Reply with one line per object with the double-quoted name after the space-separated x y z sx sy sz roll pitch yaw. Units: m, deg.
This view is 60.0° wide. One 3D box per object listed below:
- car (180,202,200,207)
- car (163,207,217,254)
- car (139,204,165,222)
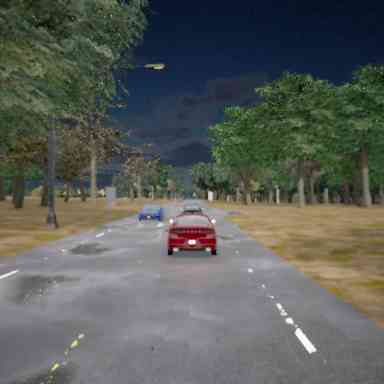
0.015 1.829 28.523 1.837 1.490 4.892 0 0 1 "car"
0.024 1.639 14.275 1.882 1.535 5.008 0 0 1 "car"
-3.536 1.814 29.858 1.882 1.535 5.008 0 -1 1 "car"
